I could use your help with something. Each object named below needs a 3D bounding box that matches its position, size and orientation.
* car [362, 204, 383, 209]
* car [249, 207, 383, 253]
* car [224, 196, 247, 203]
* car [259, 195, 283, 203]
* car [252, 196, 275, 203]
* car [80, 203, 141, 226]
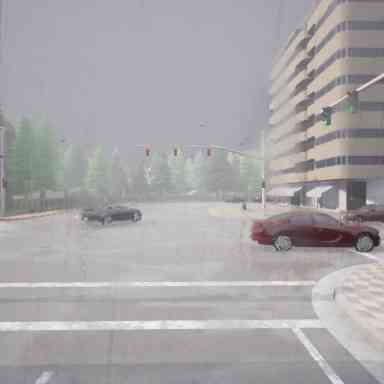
[{"bbox_3d":[13.172,1.581,24.090,4.674,1.442,1.812,0,0,-1],"label":"car"},{"bbox_3d":[4.806,1.495,13.272,5.008,1.535,1.882,1,0,-1],"label":"car"},{"bbox_3d":[8.903,1.547,68.136,5.357,1.411,2.033,0,0,-38],"label":"car"},{"bbox_3d":[17.568,1.525,73.739,4.902,1.511,2.128,0,0,-23],"label":"car"},{"bbox_3d":[14.216,1.526,67.838,4.674,1.442,1.812,0,0,-34],"label":"car"},{"bbox_3d":[-5.658,1.522,23.773,2.128,1.511,4.902,0,0,32],"label":"car"}]
